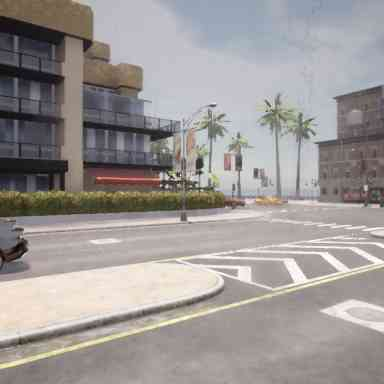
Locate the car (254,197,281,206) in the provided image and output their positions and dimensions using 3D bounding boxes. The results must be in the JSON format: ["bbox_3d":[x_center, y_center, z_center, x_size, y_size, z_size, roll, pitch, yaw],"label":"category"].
[{"bbox_3d":[12.387,1.477,54.785,1.882,1.535,5.008,0,0,-35],"label":"car"}]

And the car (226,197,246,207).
[{"bbox_3d":[6.106,1.478,51.220,1.882,1.535,5.008,0,0,-35],"label":"car"}]

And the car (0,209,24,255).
[{"bbox_3d":[-8.861,1.492,11.800,4.902,1.511,2.128,0,0,-35],"label":"car"}]

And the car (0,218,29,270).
[{"bbox_3d":[-7.050,1.492,8.795,4.902,1.511,2.128,0,0,-36],"label":"car"}]
